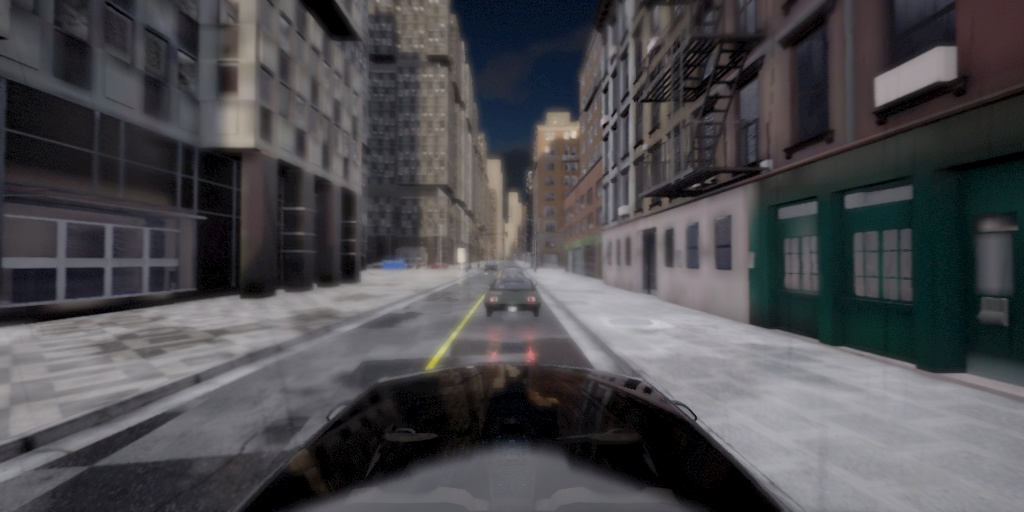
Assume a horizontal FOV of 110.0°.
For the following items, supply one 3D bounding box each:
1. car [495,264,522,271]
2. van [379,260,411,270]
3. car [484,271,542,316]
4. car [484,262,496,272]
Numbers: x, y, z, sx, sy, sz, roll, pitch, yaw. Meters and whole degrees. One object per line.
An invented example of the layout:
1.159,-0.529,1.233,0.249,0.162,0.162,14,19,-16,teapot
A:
0.034,1.469,27.152,2.033,1.411,5.357,0,0,0,car
-20.086,1.570,61.535,3.998,1.789,1.690,0,0,0,van
0.045,1.431,13.701,1.895,1.301,4.718,0,0,1,car
-3.003,1.629,52.695,2.033,1.411,5.357,0,0,1,car
